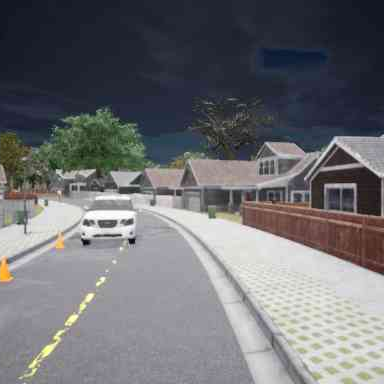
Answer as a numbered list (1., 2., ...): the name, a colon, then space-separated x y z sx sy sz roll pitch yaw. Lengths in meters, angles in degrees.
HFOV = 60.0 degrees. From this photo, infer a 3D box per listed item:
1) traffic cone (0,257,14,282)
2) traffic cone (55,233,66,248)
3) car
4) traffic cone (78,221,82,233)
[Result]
1. traffic cone: -4.765 1.943 8.462 0.340 0.580 0.340 0 0 -5
2. traffic cone: -5.282 1.924 13.318 0.340 0.580 0.340 0 0 -7
3. car: -3.669 1.178 15.518 2.150 2.045 5.566 0 0 -9
4. traffic cone: -6.025 1.901 18.145 0.340 0.580 0.340 0 0 -10
